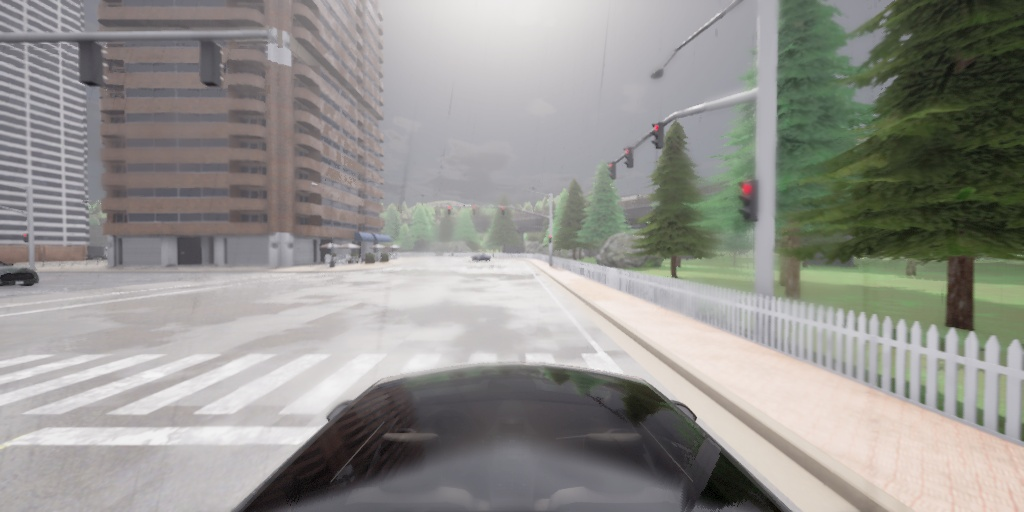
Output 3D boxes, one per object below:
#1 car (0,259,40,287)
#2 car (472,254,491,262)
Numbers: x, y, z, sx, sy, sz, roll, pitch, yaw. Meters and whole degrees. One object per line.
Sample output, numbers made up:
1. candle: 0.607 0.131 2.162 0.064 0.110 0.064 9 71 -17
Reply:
1. car: -27.964 0.818 18.733 4.553 1.767 2.097 0 1 0
2. car: -4.706 0.280 55.089 1.895 1.301 4.718 0 1 -22
